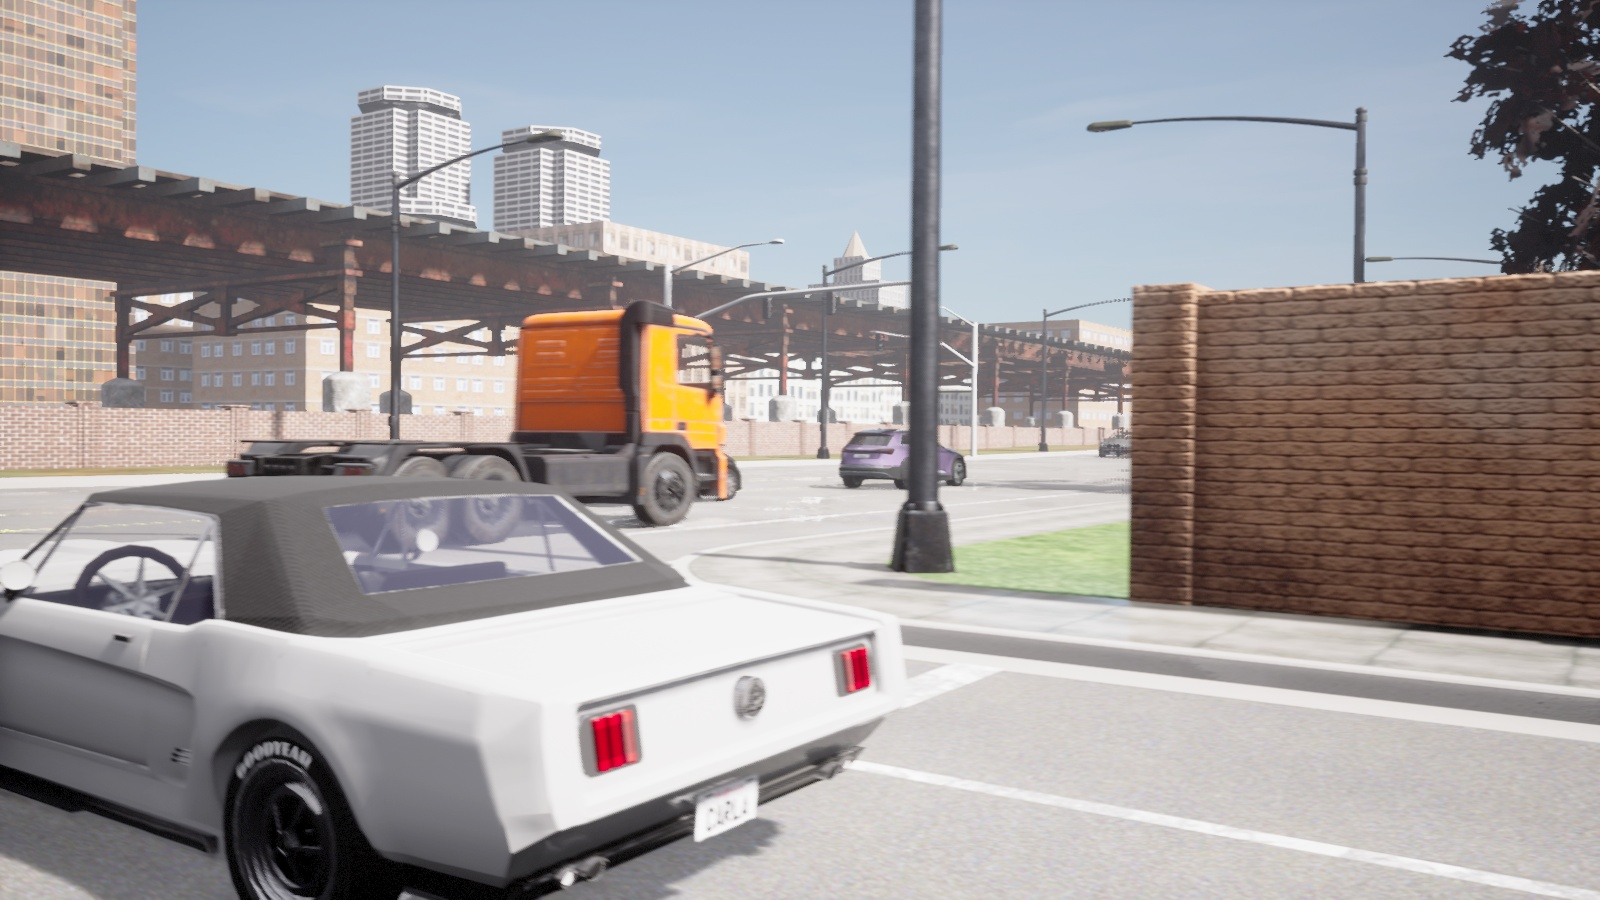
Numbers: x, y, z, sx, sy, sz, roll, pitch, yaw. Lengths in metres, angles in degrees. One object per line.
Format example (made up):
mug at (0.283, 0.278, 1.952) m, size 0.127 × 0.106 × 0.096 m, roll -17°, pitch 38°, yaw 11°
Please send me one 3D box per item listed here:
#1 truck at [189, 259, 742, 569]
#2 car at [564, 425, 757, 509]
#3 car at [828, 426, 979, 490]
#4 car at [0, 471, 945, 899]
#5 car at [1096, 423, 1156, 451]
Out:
truck at (-4.240, -0.460, 18.150) m, size 2.891 × 3.462 × 7.936 m, roll 0°, pitch 1°, yaw 30°
car at (-2.823, 0.297, 26.267) m, size 1.851 × 1.617 × 3.988 m, roll 0°, pitch 1°, yaw 34°
car at (2.957, 0.160, 34.791) m, size 2.033 × 1.649 × 4.856 m, roll 0°, pitch 1°, yaw 34°
car at (-1.984, 0.782, 4.943) m, size 4.718 × 1.301 × 1.895 m, roll 0°, pitch 1°, yaw 34°
car at (20.696, -0.823, 79.664) m, size 2.242 × 1.667 × 4.611 m, roll 0°, pitch 2°, yaw 34°
